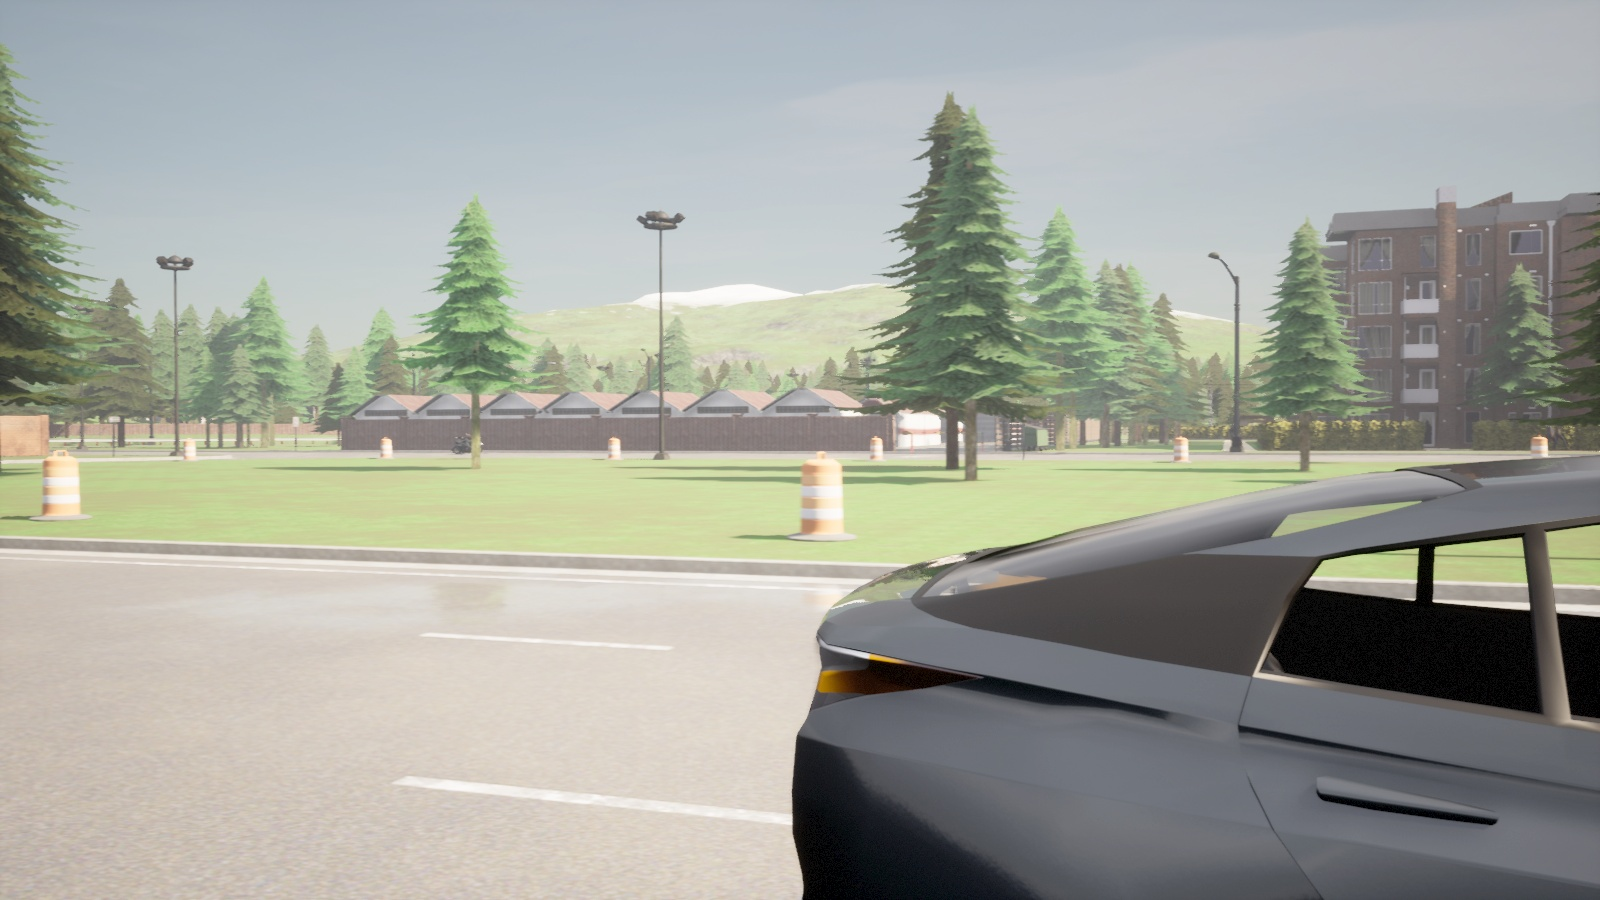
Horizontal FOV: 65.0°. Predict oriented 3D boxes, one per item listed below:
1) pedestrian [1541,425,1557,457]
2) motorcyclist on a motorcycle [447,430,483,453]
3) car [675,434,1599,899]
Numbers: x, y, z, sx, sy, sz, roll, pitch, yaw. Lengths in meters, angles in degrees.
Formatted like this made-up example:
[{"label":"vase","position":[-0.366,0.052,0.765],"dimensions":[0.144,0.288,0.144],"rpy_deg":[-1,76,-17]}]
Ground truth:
[{"label":"pedestrian","position":[43.279,-0.543,72.543],"dimensions":[0.694,1.848,0.540],"rpy_deg":[1,1,19]},{"label":"motorcyclist on a motorcycle","position":[-22.187,-0.553,83.132],"dimensions":[2.191,1.530,0.866],"rpy_deg":[1,1,19]},{"label":"car","position":[2.239,0.743,2.439],"dimensions":[4.514,1.525,2.007],"rpy_deg":[1,1,19]}]
